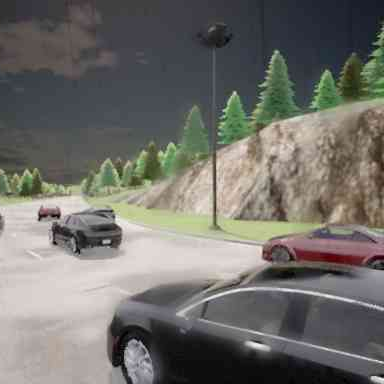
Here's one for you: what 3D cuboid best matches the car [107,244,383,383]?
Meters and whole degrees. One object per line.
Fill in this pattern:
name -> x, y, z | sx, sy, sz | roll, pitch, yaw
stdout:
car -> 1.127, 1.534, 3.518 | 4.892, 1.490, 1.837 | 0, 0, 37

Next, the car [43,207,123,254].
car -> -4.674, 1.630, 14.331 | 1.837, 1.490, 4.892 | 0, 0, -38

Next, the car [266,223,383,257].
car -> 4.252, 1.641, 9.934 | 4.181, 1.385, 1.994 | 0, -1, 39

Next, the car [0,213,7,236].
car -> -11.889, 1.721, 19.165 | 2.033, 1.411, 5.357 | 0, -1, -26

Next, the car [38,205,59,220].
car -> -13.433, 1.877, 31.404 | 1.895, 1.301, 4.718 | 0, -1, -22

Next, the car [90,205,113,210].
car -> -7.093, 1.711, 25.483 | 2.128, 1.511, 4.902 | 0, 0, -24
